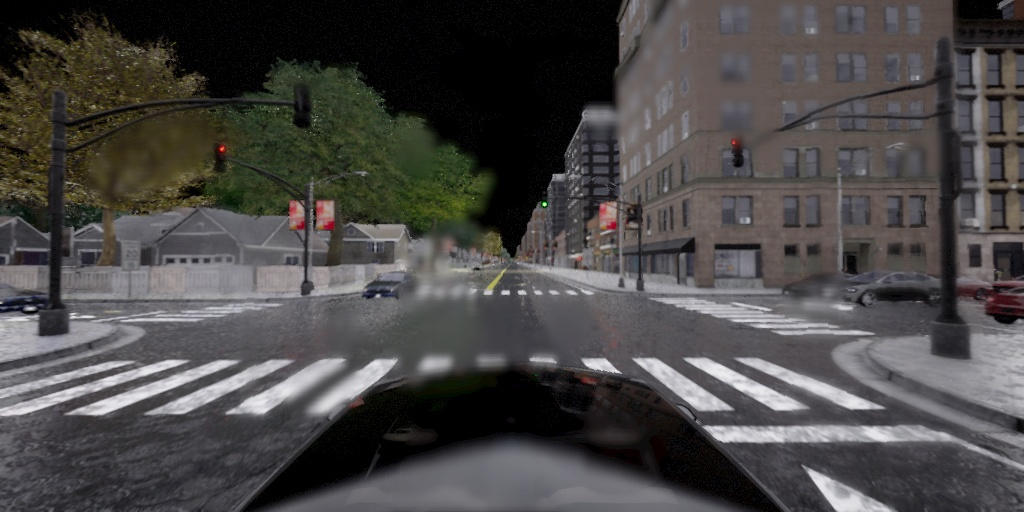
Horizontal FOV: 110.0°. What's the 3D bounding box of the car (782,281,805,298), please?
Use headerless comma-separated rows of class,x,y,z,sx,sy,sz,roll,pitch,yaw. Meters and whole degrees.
car,16.383,1.568,18.372,4.313,1.339,1.948,0,0,0

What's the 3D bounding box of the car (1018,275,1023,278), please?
car,27.419,1.544,18.374,4.507,1.381,1.888,0,0,0

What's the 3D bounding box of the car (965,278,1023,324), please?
car,16.386,1.424,10.349,4.207,1.307,1.802,0,0,0

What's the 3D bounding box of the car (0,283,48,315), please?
car,-19.602,1.468,12.623,5.357,1.411,2.033,0,-1,0

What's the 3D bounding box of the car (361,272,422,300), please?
car,-6.503,1.584,20.082,2.033,1.411,5.357,0,0,0

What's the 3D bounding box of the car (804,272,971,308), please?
car,16.376,1.440,15.858,4.902,1.511,2.128,0,-1,-1
